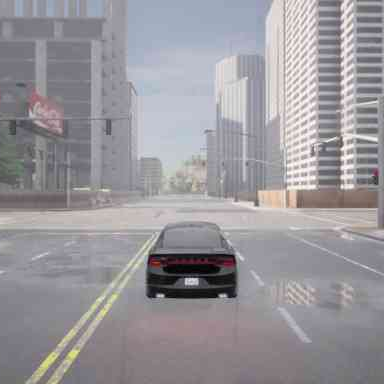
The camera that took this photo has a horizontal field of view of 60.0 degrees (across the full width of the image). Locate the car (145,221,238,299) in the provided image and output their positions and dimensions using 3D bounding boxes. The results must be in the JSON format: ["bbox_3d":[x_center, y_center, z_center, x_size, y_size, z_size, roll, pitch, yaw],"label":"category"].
[{"bbox_3d":[0.002,1.478,8.523,1.882,1.535,5.008,0,0,0],"label":"car"}]
